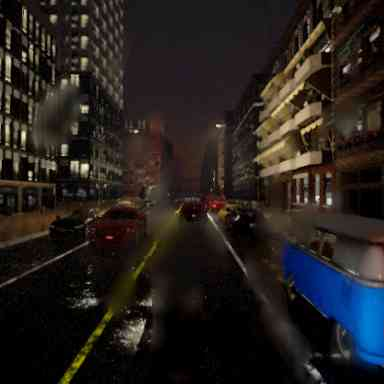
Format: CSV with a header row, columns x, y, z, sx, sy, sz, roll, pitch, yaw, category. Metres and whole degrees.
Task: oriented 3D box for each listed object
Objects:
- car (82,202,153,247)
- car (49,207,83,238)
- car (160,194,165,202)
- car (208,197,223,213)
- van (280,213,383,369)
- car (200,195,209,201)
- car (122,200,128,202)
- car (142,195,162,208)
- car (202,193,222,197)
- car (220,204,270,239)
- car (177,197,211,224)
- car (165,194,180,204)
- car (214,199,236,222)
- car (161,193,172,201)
x,y,z,sx,sy,sz,roll,pitch,yaw,category
-3.093,1.415,14.935,1.882,1.535,5.008,0,0,0,car
-5.670,1.480,16.859,2.008,1.369,4.403,1,0,0,car
-5.652,1.331,50.797,2.008,1.369,4.403,1,0,0,car
2.686,1.436,33.786,1.802,1.307,4.206,1,0,0,car
2.707,1.318,5.503,1.690,1.788,3.998,1,0,0,van
2.707,1.261,73.380,1.802,1.307,4.206,1,0,0,car
-5.664,1.406,28.001,1.752,1.417,4.829,1,0,0,car
-5.655,1.356,45.140,2.008,1.369,4.403,1,0,0,car
2.693,1.145,39.440,2.192,1.841,5.009,1,0,0,car
2.716,1.495,16.817,1.947,1.339,4.313,1,0,0,car
0.112,1.375,24.071,1.882,1.535,5.008,0,1,0,car
-3.030,1.257,56.885,1.837,1.490,4.892,0,0,0,car
2.725,1.429,22.643,1.752,1.417,4.829,1,0,0,car
-5.638,1.119,73.421,1.967,1.590,4.097,1,0,0,car
